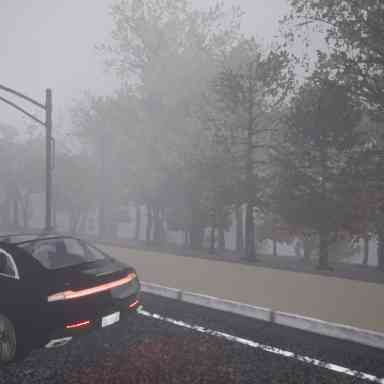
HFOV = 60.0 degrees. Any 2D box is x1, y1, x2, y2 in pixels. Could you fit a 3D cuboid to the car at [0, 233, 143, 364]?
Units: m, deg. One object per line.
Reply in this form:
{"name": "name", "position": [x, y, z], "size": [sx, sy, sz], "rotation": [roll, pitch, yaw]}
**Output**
{"name": "car", "position": [-3.061, 1.491, 5.868], "size": [4.902, 1.511, 2.128], "rotation": [0, 0, 36]}
